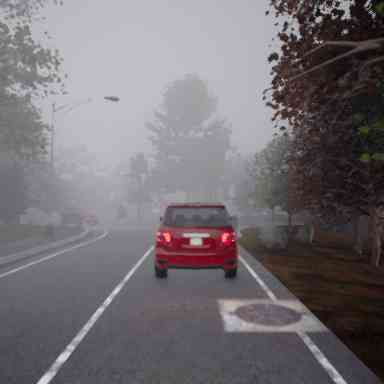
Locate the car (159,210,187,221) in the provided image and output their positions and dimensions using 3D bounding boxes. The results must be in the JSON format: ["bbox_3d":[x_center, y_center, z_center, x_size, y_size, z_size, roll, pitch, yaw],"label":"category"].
[{"bbox_3d":[-3.823,4.820,67.708,5.566,2.045,2.150,1,-4,-5],"label":"car"}]

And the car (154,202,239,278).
[{"bbox_3d":[0.117,1.321,10.488,2.150,2.045,5.566,0,-1,0],"label":"car"}]

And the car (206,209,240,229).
[{"bbox_3d":[3.028,2.544,31.802,2.097,1.767,4.553,-2,-5,21],"label":"car"}]

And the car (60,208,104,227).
[{"bbox_3d":[-12.732,2.821,37.583,5.566,2.045,2.150,-3,-5,42],"label":"car"}]
